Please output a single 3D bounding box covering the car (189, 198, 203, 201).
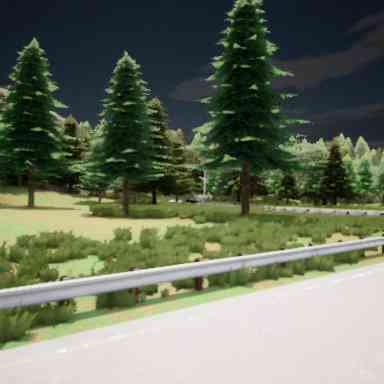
[{"bbox_3d":[0.846,1.901,63.049,2.128,1.511,4.902,1,0,-34],"label":"car"}]
